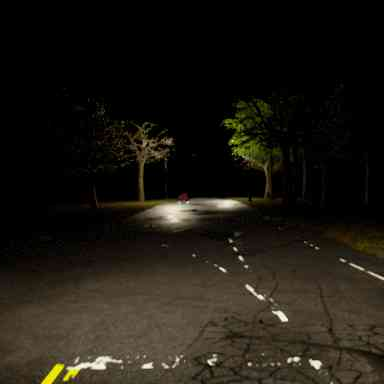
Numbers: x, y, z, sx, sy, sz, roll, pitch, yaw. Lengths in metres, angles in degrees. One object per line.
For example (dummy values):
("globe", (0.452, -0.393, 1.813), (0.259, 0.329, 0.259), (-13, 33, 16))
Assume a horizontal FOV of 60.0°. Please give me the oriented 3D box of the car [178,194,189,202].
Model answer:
("car", (-1.696, 1.122, 65.952), (1.882, 1.535, 5.008), (-1, 1, 2))
